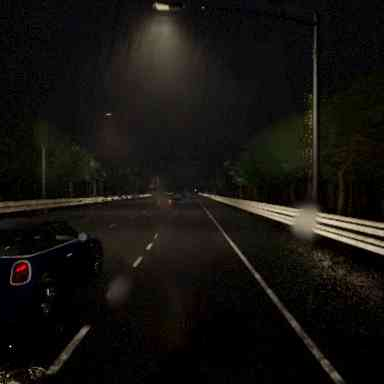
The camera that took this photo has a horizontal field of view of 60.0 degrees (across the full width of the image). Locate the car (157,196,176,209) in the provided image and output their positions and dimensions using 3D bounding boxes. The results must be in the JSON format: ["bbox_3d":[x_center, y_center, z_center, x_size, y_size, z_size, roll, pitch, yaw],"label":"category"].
[{"bbox_3d":[-3.526,1.583,44.550,1.895,1.301,4.718,0,0,0],"label":"car"}]

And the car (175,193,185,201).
[{"bbox_3d":[-3.545,1.477,84.201,1.994,1.385,4.181,0,0,0],"label":"car"}]

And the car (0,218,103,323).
[{"bbox_3d":[-3.505,1.354,7.354,2.097,1.767,4.553,0,0,0],"label":"car"}]
